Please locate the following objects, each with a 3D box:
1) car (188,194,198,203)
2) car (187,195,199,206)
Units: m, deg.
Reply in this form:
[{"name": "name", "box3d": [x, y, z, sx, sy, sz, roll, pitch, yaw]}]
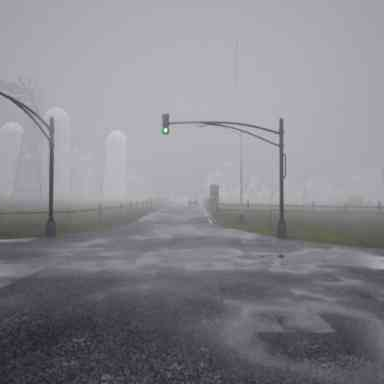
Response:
[{"name": "car", "box3d": [0.284, 1.411, 70.190, 2.097, 1.767, 4.553, 0, 0, 0]}, {"name": "car", "box3d": [0.235, 1.677, 59.796, 2.128, 1.511, 4.902, 0, 0, 0]}]
